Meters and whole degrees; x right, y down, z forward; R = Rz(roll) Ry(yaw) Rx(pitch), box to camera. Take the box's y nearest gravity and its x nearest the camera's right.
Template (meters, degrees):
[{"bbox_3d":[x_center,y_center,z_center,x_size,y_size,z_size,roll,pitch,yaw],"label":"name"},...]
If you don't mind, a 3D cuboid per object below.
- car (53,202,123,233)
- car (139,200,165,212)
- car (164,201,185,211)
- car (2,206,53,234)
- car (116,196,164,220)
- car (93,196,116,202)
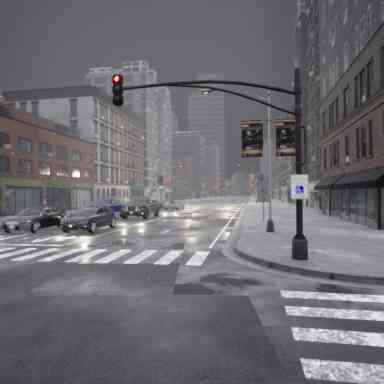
[{"bbox_3d":[-6.325,1.645,20.860,1.837,1.490,4.892,-1,0,10],"label":"car"},{"bbox_3d":[-5.321,1.782,44.875,2.033,1.411,5.357,-1,0,10],"label":"car"},{"bbox_3d":[-2.280,1.791,43.413,1.895,1.301,4.718,-1,0,11],"label":"car"},{"bbox_3d":[-9.669,1.672,20.856,2.128,1.511,4.902,-1,0,8],"label":"car"},{"bbox_3d":[-4.593,1.379,30.569,2.150,2.045,5.566,-1,0,11],"label":"car"},{"bbox_3d":[-7.901,1.419,30.555,2.150,2.045,5.566,-1,0,10],"label":"car"}]
